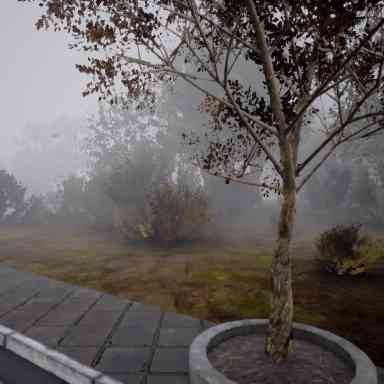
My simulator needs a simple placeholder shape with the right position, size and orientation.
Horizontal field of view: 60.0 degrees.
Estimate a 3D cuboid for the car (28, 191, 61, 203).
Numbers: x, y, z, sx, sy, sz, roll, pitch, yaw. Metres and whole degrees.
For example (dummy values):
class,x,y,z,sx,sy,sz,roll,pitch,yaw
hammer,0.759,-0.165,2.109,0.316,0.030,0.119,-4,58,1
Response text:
class,x,y,z,sx,sy,sz,roll,pitch,yaw
car,-18.139,0.937,42.358,2.150,2.045,5.566,1,0,32
